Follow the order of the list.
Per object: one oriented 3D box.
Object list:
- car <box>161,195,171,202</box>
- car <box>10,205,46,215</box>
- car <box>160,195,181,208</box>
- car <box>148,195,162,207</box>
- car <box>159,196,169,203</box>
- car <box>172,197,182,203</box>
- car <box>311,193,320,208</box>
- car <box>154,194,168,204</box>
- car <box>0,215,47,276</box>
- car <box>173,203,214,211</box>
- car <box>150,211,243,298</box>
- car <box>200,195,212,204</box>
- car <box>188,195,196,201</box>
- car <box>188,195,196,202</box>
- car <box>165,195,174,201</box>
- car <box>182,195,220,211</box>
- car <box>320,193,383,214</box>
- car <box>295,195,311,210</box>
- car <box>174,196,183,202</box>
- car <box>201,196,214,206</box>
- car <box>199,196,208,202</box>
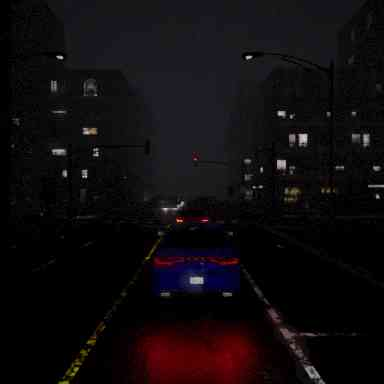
[{"bbox_3d":[-5.767,1.470,74.549,1.967,1.590,4.097,0,0,0],"label":"car"},{"bbox_3d":[-16.708,1.888,32.080,4.718,1.301,1.895,-1,0,-1],"label":"car"},{"bbox_3d":[-3.130,1.560,49.190,2.033,1.411,5.357,0,0,-1],"label":"car"},{"bbox_3d":[-5.743,1.580,51.819,1.947,1.339,4.313,0,0,0],"label":"car"},{"bbox_3d":[-5.761,1.551,68.697,1.752,1.417,4.829,0,0,0],"label":"car"},{"bbox_3d":[-3.081,1.626,68.180,1.895,1.301,4.718,0,0,0],"label":"car"},{"bbox_3d":[15.799,1.185,35.598,4.892,1.490,1.837,-1,0,-1],"label":"car"},{"bbox_3d":[-5.756,1.336,63.184,2.192,1.841,5.009,0,0,0],"label":"car"},{"bbox_3d":[-5.750,1.582,9.796,1.802,1.307,4.206,0,0,0],"label":"car"},{"bbox_3d":[0.080,1.526,17.931,1.812,1.442,4.674,0,0,1],"label":"car"},{"bbox_3d":[0.094,1.477,8.590,1.882,1.535,5.008,0,0,0],"label":"car"},{"bbox_3d":[2.625,1.461,63.195,1.967,1.590,4.097,0,0,0],"label":"car"},{"bbox_3d":[-0.092,1.570,90.509,2.128,1.511,4.902,0,0,0],"label":"car"},{"bbox_3d":[-0.081,1.513,80.399,1.882,1.535,5.008,0,0,0],"label":"car"},{"bbox_3d":[-5.779,1.480,85.915,1.967,1.590,4.097,0,0,0],"label":"car"},{"bbox_3d":[1.257,1.352,40.411,2.097,1.767,4.553,1,-1,-36],"label":"car"},{"bbox_3d":[14.664,1.029,29.778,5.009,1.841,2.192,-1,1,-1],"label":"car"},{"bbox_3d":[14.521,1.015,38.156,5.009,1.841,2.192,-1,1,-1],"label":"car"},{"bbox_3d":[-3.082,1.621,78.519,1.895,1.301,4.718,0,0,0],"label":"car"},{"bbox_3d":[2.630,1.458,57.512,1.967,1.590,4.097,0,0,0],"label":"car"},{"bbox_3d":[2.614,1.612,74.560,1.802,1.307,4.206,0,0,0],"label":"car"}]
